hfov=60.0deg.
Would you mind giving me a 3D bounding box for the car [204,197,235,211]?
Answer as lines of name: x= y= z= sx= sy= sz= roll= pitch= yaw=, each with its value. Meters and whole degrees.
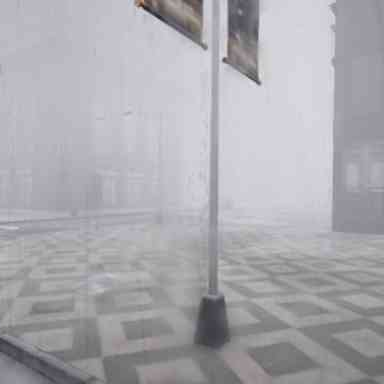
car: x=3.408 y=1.337 z=40.416 sx=2.097 sy=1.767 sz=4.553 roll=1 pitch=0 yaw=36
